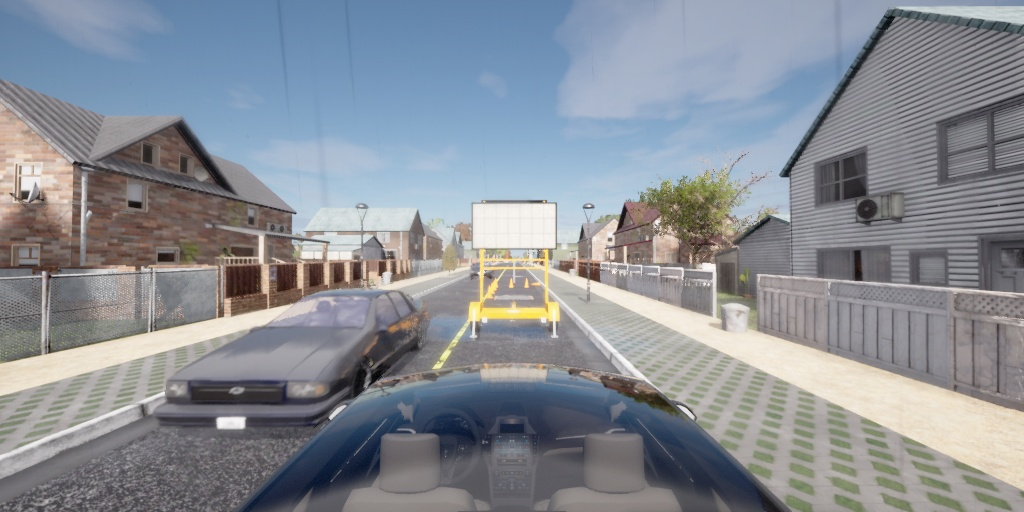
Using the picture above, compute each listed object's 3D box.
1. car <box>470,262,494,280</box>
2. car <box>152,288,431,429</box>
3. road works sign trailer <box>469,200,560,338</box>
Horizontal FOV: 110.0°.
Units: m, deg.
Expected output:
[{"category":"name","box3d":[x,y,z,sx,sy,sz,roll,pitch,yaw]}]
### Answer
[{"category":"car","box3d":[-2.580,1.286,31.591,2.128,1.511,4.902,0,0,0]},{"category":"car","box3d":[-2.819,1.300,6.279,2.033,1.411,5.357,0,0,0]},{"category":"road works sign trailer","box3d":[0.065,0.220,10.226,2.380,3.560,2.880,0,0,1]}]
